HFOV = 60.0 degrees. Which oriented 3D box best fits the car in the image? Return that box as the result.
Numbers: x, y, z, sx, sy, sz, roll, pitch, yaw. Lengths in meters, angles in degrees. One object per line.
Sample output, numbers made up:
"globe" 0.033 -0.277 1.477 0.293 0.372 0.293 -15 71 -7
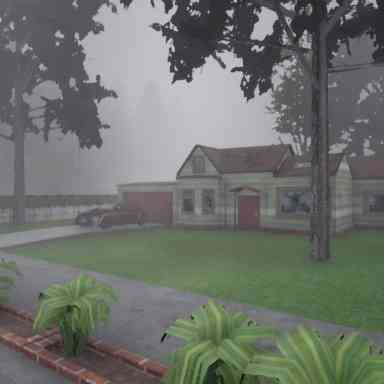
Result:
"car" -4.457 1.295 18.838 1.994 1.381 4.181 0 0 36
